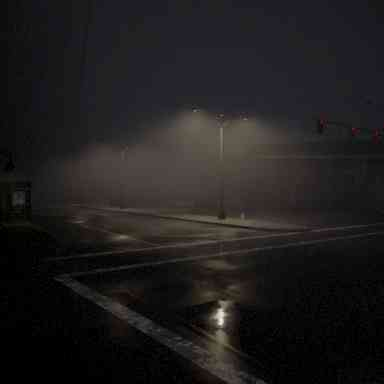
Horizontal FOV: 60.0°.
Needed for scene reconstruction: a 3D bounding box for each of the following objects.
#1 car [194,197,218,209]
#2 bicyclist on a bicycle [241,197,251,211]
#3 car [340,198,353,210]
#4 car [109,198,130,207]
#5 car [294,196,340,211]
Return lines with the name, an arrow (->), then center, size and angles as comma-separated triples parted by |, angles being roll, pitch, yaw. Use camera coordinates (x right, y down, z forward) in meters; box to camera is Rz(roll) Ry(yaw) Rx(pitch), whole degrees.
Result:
car -> 1.942, 1.478, 45.815 | 1.882, 1.535, 5.008 | -2, -1, 23
bicyclist on a bicycle -> 6.331, 1.430, 39.760 | 1.656, 1.620, 0.582 | -6, -7, -37
car -> 18.173, 1.456, 42.041 | 1.970, 1.475, 3.806 | 0, 0, -35
car -> -11.077, 1.564, 50.732 | 1.994, 1.385, 4.181 | 0, 0, -35
car -> 13.908, 1.295, 38.118 | 2.242, 1.667, 4.611 | 0, 0, -35
